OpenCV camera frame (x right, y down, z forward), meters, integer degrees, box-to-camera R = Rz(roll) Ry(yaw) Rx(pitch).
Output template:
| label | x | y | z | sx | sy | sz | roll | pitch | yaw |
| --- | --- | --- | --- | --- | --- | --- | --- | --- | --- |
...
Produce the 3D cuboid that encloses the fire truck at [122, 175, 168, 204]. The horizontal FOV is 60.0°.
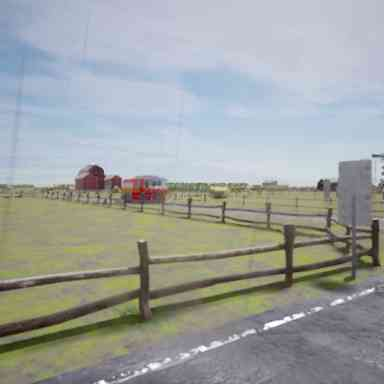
| label | x | y | z | sx | sy | sz | roll | pitch | yaw |
| --- | --- | --- | --- | --- | --- | --- | --- | --- | --- |
| fire truck | -6.705 | -0.404 | 46.329 | 2.891 | 3.827 | 8.468 | 0 | 1 | -35 |
